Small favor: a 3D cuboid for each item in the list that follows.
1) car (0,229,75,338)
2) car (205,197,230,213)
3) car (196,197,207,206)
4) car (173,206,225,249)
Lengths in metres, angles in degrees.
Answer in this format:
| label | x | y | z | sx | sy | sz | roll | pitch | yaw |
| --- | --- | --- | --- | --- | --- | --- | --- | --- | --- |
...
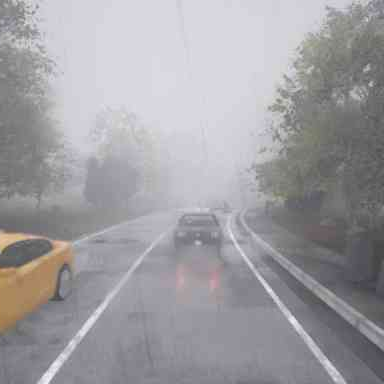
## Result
| label | x | y | z | sx | sy | sz | roll | pitch | yaw |
| --- | --- | --- | --- | --- | --- | --- | --- | --- | --- |
| car | -3.557 | 1.468 | 5.417 | 1.882 | 1.535 | 5.008 | 0 | 0 | 1 |
| car | 3.141 | 1.536 | 37.197 | 2.033 | 1.411 | 5.357 | 1 | 0 | 12 |
| car | 2.033 | 1.418 | 47.582 | 2.128 | 1.511 | 4.902 | 1 | 0 | 17 |
| car | 0.314 | 1.551 | 14.497 | 1.895 | 1.301 | 4.718 | 0 | 1 | 2 |
